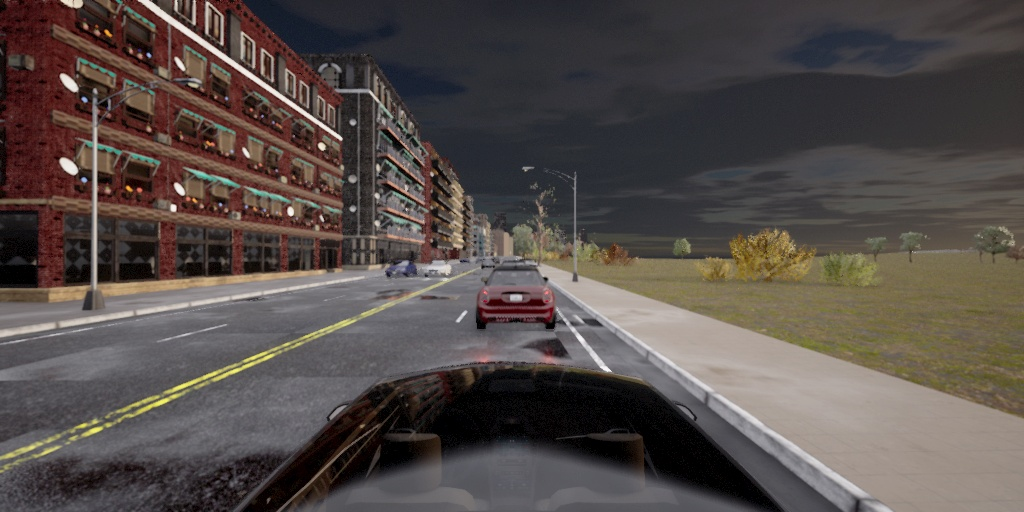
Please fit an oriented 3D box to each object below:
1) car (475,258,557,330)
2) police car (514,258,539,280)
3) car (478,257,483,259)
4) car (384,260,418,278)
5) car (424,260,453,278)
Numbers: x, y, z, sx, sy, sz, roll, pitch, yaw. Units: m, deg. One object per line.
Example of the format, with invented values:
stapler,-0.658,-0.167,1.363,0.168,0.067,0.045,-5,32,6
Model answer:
car,0.100,1.057,11.095,2.097,1.767,4.553,0,0,0
police car,1.153,1.036,30.405,1.930,1.638,5.238,0,0,0
car,-3.198,1.077,49.832,1.994,1.385,4.181,0,0,0
car,-9.831,1.126,32.288,1.812,1.442,4.674,0,0,0
car,-6.591,1.126,32.299,1.812,1.442,4.674,0,0,0
